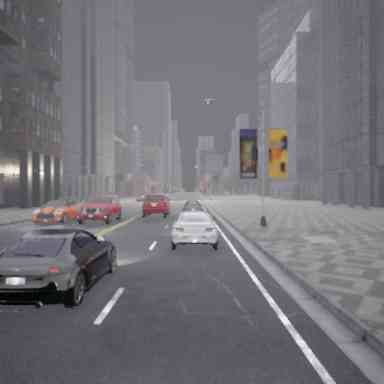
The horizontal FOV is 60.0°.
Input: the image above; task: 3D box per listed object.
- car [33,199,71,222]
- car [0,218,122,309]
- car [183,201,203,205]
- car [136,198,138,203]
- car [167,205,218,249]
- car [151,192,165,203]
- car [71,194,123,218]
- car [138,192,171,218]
[{"bbox_3d":[-9.853,1.330,24.590,2.097,1.767,4.553,0,0,0],"label":"car"},{"bbox_3d":[-3.153,1.561,7.958,1.994,1.385,4.181,0,0,0],"label":"car"},{"bbox_3d":[0.091,1.533,31.644,1.994,1.385,4.181,0,0,0],"label":"car"},{"bbox_3d":[-9.774,1.424,65.605,2.033,1.411,5.357,0,0,0],"label":"car"},{"bbox_3d":[0.097,1.517,14.380,1.812,1.442,4.674,0,0,0],"label":"car"},{"bbox_3d":[-6.527,1.120,65.160,2.150,2.045,5.566,0,0,0],"label":"car"},{"bbox_3d":[-6.603,1.201,24.402,2.150,2.045,5.566,0,0,0],"label":"car"},{"bbox_3d":[-3.158,1.192,30.256,2.150,2.045,5.566,0,0,0],"label":"car"}]
